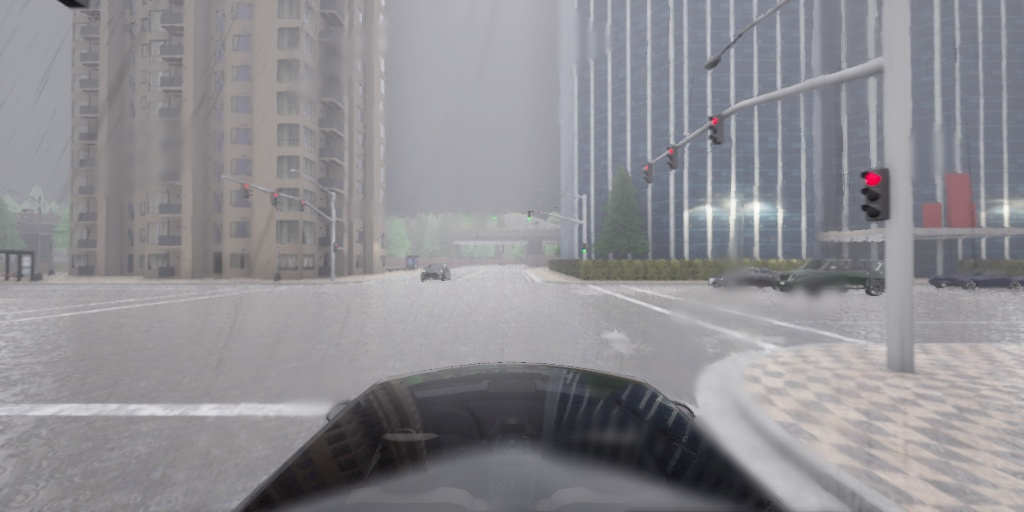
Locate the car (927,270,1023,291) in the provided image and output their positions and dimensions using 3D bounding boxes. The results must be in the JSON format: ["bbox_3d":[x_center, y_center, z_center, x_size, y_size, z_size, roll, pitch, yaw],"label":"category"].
[{"bbox_3d":[30.968,1.609,23.919,4.718,1.301,1.895,0,-1,-1],"label":"car"}]

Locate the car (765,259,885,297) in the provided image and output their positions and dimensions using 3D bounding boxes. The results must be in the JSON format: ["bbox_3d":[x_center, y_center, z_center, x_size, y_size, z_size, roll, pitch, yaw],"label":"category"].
[{"bbox_3d":[18.032,1.189,20.301,5.566,2.045,2.150,0,-1,-1],"label":"car"}]

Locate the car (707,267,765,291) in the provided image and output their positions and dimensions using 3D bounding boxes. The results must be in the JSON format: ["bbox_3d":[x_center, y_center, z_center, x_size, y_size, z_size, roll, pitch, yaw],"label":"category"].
[{"bbox_3d":[15.608,1.498,23.774,4.902,1.511,2.128,0,-1,-1],"label":"car"}]

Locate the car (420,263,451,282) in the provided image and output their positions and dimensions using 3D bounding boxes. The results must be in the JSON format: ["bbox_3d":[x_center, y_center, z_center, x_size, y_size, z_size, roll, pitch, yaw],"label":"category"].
[{"bbox_3d":[-6.991,1.414,33.217,2.097,1.767,4.553,0,-1,0],"label":"car"}]
